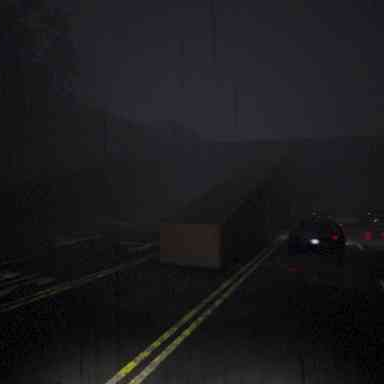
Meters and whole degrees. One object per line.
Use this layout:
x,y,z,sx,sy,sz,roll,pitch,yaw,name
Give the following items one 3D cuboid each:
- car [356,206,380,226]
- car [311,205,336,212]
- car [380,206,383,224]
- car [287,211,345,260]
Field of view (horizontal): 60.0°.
13.771,1.787,25.423,2.128,1.511,4.902,1,0,23,car
10.807,1.783,27.403,1.812,1.442,4.674,1,0,23,car
7.634,1.375,10.503,2.150,2.045,5.566,1,0,23,car
5.002,1.686,13.286,1.994,1.385,4.181,1,0,23,car
